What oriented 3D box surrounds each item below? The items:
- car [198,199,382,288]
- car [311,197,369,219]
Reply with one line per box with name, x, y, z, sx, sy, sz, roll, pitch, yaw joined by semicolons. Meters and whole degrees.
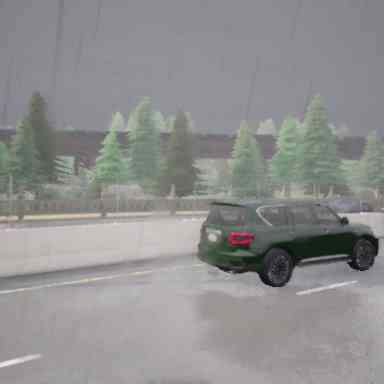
car;2.828;1.214;9.398;5.566;2.045;2.150;0;0;-30
car;13.167;1.350;29.640;4.553;1.767;2.097;0;0;-19
